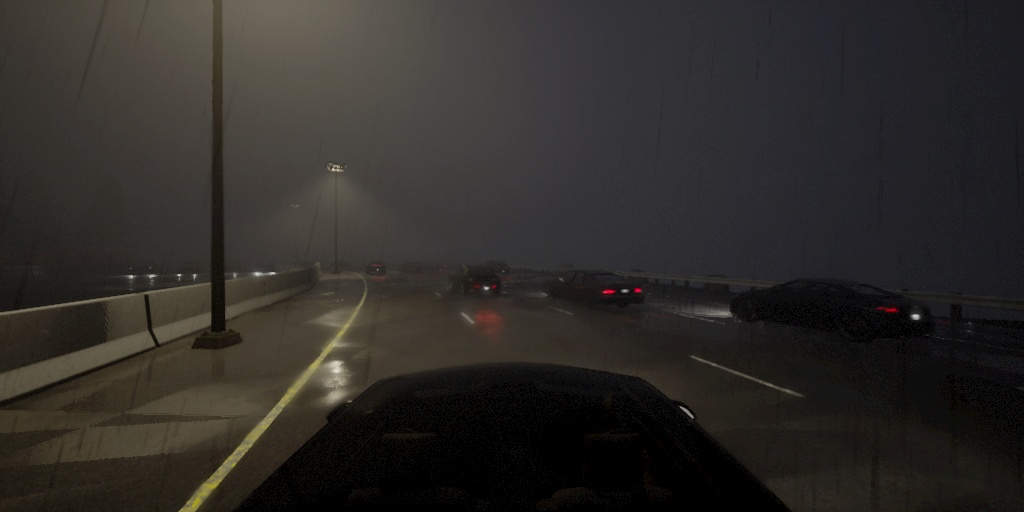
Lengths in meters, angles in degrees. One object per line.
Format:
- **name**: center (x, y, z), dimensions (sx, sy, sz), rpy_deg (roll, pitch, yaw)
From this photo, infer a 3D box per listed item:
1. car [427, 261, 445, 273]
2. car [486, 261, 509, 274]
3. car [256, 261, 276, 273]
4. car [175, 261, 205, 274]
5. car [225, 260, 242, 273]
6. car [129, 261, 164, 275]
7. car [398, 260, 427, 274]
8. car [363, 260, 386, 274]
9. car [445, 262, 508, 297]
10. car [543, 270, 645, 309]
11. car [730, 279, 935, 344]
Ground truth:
- **car**: center (-9.355, 1.286, 43.414), dimensions (1.895, 1.301, 4.718), rpy_deg (0, 0, -29)
- **car**: center (-1.891, 1.200, 36.537), dimensions (1.837, 1.490, 4.892), rpy_deg (1, 0, -26)
- **car**: center (-29.787, 1.285, 43.507), dimensions (1.895, 1.301, 4.718), rpy_deg (0, 0, -32)
- **car**: center (-36.082, 1.236, 40.399), dimensions (2.033, 1.411, 5.357), rpy_deg (0, 0, -32)
- **car**: center (-33.135, 1.233, 42.288), dimensions (2.033, 1.411, 5.357), rpy_deg (0, 0, -32)
- **car**: center (-38.824, 1.218, 38.169), dimensions (1.812, 1.442, 4.674), rpy_deg (0, 0, -32)
- **car**: center (-11.422, 1.181, 39.912), dimensions (2.128, 1.511, 4.902), rpy_deg (0, 0, -28)
- **car**: center (-15.067, 1.194, 39.260), dimensions (1.837, 1.490, 4.892), rpy_deg (0, -1, -29)
- **car**: center (-2.037, 1.229, 18.915), dimensions (1.837, 1.490, 4.892), rpy_deg (1, 0, -21)
- **car**: center (3.125, 1.277, 14.939), dimensions (2.033, 1.411, 5.357), rpy_deg (0, 0, -19)
- **car**: center (8.277, 1.301, 9.775), dimensions (1.994, 1.385, 4.181), rpy_deg (0, 0, -16)
